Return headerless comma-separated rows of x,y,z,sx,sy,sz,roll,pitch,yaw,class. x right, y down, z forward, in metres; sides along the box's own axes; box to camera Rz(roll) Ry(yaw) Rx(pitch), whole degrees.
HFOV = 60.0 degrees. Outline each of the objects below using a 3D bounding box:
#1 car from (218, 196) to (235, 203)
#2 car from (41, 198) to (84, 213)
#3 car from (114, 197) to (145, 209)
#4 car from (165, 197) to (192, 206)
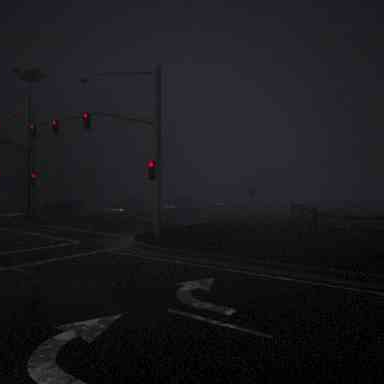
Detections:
7.078,1.569,68.613,1.994,1.385,4.181,0,0,36,car
-14.636,1.491,37.926,2.128,1.511,4.902,0,0,36,car
-8.656,1.505,46.423,1.837,1.490,4.892,0,0,35,car
-2.161,1.548,55.729,2.033,1.411,5.357,0,0,34,car
